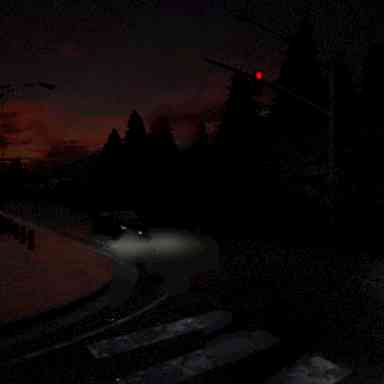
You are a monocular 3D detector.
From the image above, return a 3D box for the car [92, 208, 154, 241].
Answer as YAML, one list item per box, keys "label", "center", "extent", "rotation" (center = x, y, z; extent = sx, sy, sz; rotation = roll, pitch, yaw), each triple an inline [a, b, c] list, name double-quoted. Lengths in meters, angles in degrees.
- label: "car"
  center: [-3.689, 1.568, 17.068]
  extent: [1.812, 1.442, 4.674]
  rotation: [0, 0, -35]

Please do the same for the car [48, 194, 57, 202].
- label: "car"
  center: [-29.273, 1.207, 74.951]
  extent: [4.605, 1.855, 1.932]
  rotation: [0, 0, -36]

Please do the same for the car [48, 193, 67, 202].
- label: "car"
  center: [-31.056, 1.208, 76.766]
  extent: [3.866, 1.878, 1.905]
  rotation: [0, 0, -36]
